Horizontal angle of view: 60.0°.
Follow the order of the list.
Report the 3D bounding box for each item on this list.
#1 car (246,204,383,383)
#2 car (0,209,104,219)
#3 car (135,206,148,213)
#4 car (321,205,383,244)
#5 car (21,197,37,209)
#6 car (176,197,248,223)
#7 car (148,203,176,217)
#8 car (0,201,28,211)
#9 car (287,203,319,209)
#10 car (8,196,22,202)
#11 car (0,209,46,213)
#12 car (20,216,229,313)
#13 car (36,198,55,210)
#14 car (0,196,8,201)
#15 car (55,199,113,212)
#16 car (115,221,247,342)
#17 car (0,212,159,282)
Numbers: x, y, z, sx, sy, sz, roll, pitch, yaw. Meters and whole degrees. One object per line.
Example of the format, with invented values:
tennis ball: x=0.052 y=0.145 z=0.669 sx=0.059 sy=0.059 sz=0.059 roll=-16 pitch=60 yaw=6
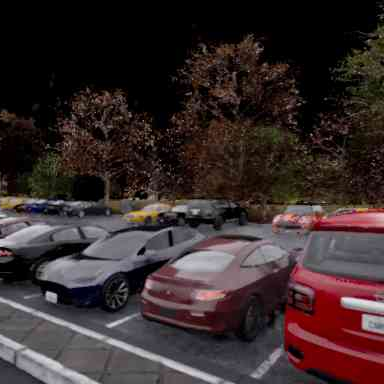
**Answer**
car: x=3.242 y=1.275 z=5.118 sx=2.435 sy=2.045 sz=5.566 roll=-1 pitch=0 yaw=36
car: x=-5.801 y=1.619 z=11.628 sx=2.097 sy=1.535 sz=5.008 roll=0 pitch=0 yaw=36
car: x=-2.886 y=1.610 z=25.447 sx=1.946 sy=1.575 sz=5.366 roll=0 pitch=0 yaw=36
car: x=8.512 y=1.556 z=17.410 sx=2.097 sy=1.535 sz=5.008 roll=-1 pitch=0 yaw=36
car: x=-14.070 y=1.459 z=33.774 sx=2.097 sy=1.535 sz=5.008 roll=1 pitch=1 yaw=36
car: x=1.756 y=1.364 z=22.347 sx=2.435 sy=2.045 sz=5.566 roll=0 pitch=0 yaw=36
car: x=-0.516 y=1.618 z=23.965 sx=2.097 sy=1.535 sz=5.008 roll=0 pitch=0 yaw=36
car: x=-10.294 y=1.493 z=14.930 sx=2.185 sy=1.767 sz=4.553 roll=0 pitch=0 yaw=36
car: x=6.277 y=1.458 z=19.075 sx=2.185 sy=1.767 sz=4.553 roll=0 pitch=0 yaw=36
car: x=-16.345 y=1.432 z=35.392 sx=2.163 sy=1.488 sz=4.792 roll=2 pitch=1 yaw=36
car: x=-8.054 y=1.663 z=13.271 sx=2.002 sy=1.452 sz=4.674 roll=0 pitch=0 yaw=36
car: x=-1.299 y=1.616 z=8.337 sx=2.163 sy=1.488 sz=4.792 roll=-1 pitch=0 yaw=36
car: x=-11.812 y=1.507 z=32.137 sx=2.097 sy=1.535 sz=5.008 roll=1 pitch=1 yaw=36
car: x=-18.368 y=1.333 z=37.123 sx=1.946 sy=1.575 sz=5.366 roll=2 pitch=1 yaw=36
car: x=-9.449 y=1.549 z=30.424 sx=2.231 sy=1.521 sz=4.892 roll=1 pitch=1 yaw=36
car: x=0.973 y=1.599 z=6.724 sx=2.002 sy=1.452 sz=4.674 roll=-1 pitch=0 yaw=36
car: x=-3.542 y=1.607 z=9.992 sx=2.097 sy=1.535 sz=5.008 roll=0 pitch=0 yaw=36
